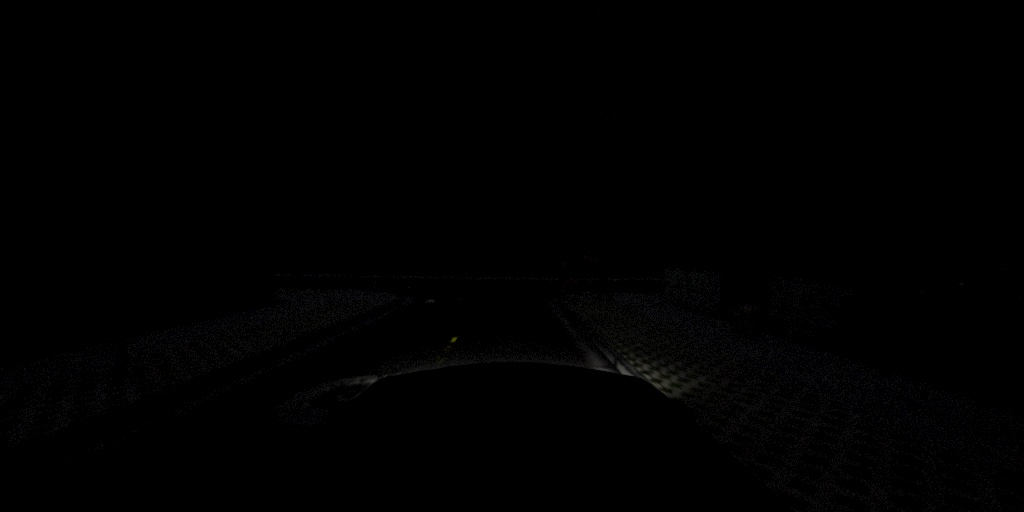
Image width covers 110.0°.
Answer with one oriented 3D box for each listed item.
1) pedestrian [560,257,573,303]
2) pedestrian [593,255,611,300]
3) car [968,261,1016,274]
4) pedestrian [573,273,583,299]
[{"bbox_3d":[2.033,0.858,13.805,0.375,1.860,0.375,-1,2,0],"label":"pedestrian"},{"bbox_3d":[3.609,0.857,14.405,0.375,1.860,0.375,-1,2,0],"label":"pedestrian"},{"bbox_3d":[32.960,1.050,23.498,4.892,1.490,1.837,-1,2,0],"label":"car"},{"bbox_3d":[2.677,0.860,15.005,0.375,1.860,0.375,-1,2,0],"label":"pedestrian"}]
